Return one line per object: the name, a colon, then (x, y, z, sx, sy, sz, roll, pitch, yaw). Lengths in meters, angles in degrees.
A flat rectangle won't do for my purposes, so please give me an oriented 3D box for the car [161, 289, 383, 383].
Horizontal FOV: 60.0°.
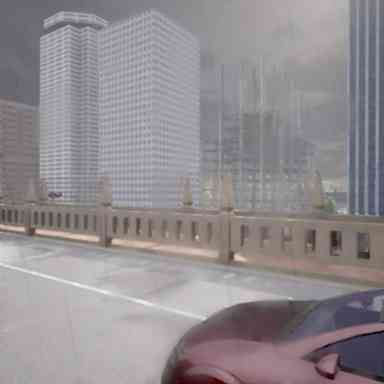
car: (1.757, 1.564, 2.738, 4.181, 1.385, 1.994, 0, 0, 36)
